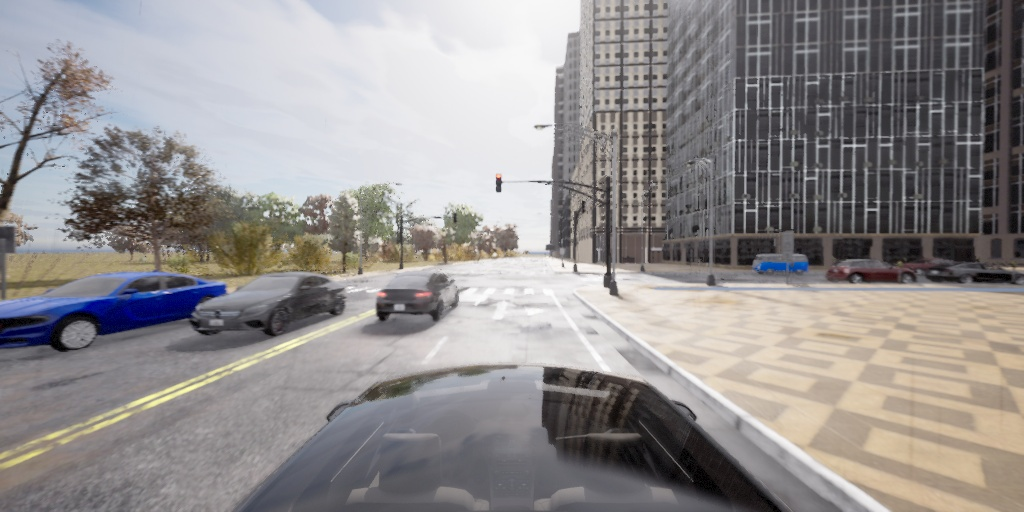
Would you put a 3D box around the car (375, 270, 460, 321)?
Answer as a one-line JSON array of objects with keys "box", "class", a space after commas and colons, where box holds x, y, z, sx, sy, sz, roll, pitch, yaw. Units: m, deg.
[{"box": [-2.967, 1.193, 11.929, 1.812, 1.442, 4.674, 0, 0, 2], "class": "car"}]

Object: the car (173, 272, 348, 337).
[{"box": [-6.417, 1.193, 10.190, 1.812, 1.442, 4.674, 0, 0, 2], "class": "car"}]

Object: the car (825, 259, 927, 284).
[{"box": [21.887, 0.922, 21.910, 4.097, 1.591, 1.967, 0, 0, 5], "class": "car"}]

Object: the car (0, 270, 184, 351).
[{"box": [-9.697, 1.143, 8.932, 1.882, 1.535, 5.008, 0, 0, 1], "class": "car"}]

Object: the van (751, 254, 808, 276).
[{"box": [22.714, 0.731, 30.494, 3.998, 1.789, 1.690, 0, 0, 5], "class": "van"}]

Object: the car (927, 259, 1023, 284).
[{"box": [27.556, 1.024, 21.433, 4.313, 1.339, 1.948, 0, 0, 5], "class": "car"}]
